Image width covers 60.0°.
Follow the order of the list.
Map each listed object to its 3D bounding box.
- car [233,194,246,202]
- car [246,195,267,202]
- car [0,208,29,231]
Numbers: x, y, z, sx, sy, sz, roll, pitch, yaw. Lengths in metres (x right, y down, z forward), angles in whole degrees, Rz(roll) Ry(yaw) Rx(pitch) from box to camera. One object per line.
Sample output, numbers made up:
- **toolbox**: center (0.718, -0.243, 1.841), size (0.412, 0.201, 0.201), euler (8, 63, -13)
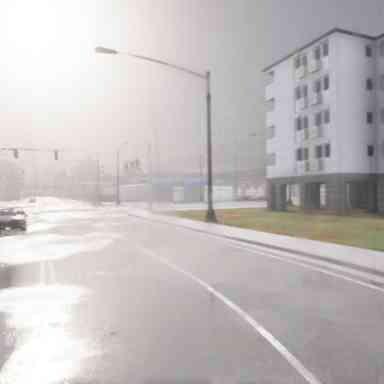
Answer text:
- **car**: center (10.664, 1.298, 69.929), size (4.892, 1.490, 1.837), euler (-1, 0, -44)
- **car**: center (13.723, 1.270, 68.059), size (1.812, 1.442, 4.674), euler (-1, 0, 43)
- **car**: center (-11.743, 1.747, 21.730), size (2.033, 1.411, 5.357), euler (-1, 0, -24)
